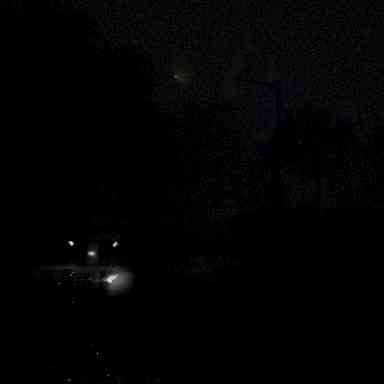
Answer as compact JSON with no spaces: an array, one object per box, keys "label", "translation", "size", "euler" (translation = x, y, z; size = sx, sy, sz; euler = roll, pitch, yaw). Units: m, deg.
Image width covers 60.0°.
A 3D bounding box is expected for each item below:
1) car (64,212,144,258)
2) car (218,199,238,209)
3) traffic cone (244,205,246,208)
[{"label":"car","translation":[-3.032,1.499,12.827],"size":[2.033,1.411,5.357],"euler":[1,0,1]},{"label":"car","translation":[5.585,1.844,51.428],"size":[1.882,1.535,5.008],"euler":[0,-1,26]},{"label":"traffic cone","translation":[9.883,2.612,61.629],"size":[0.340,0.580,0.340],"euler":[0,-2,33]}]
